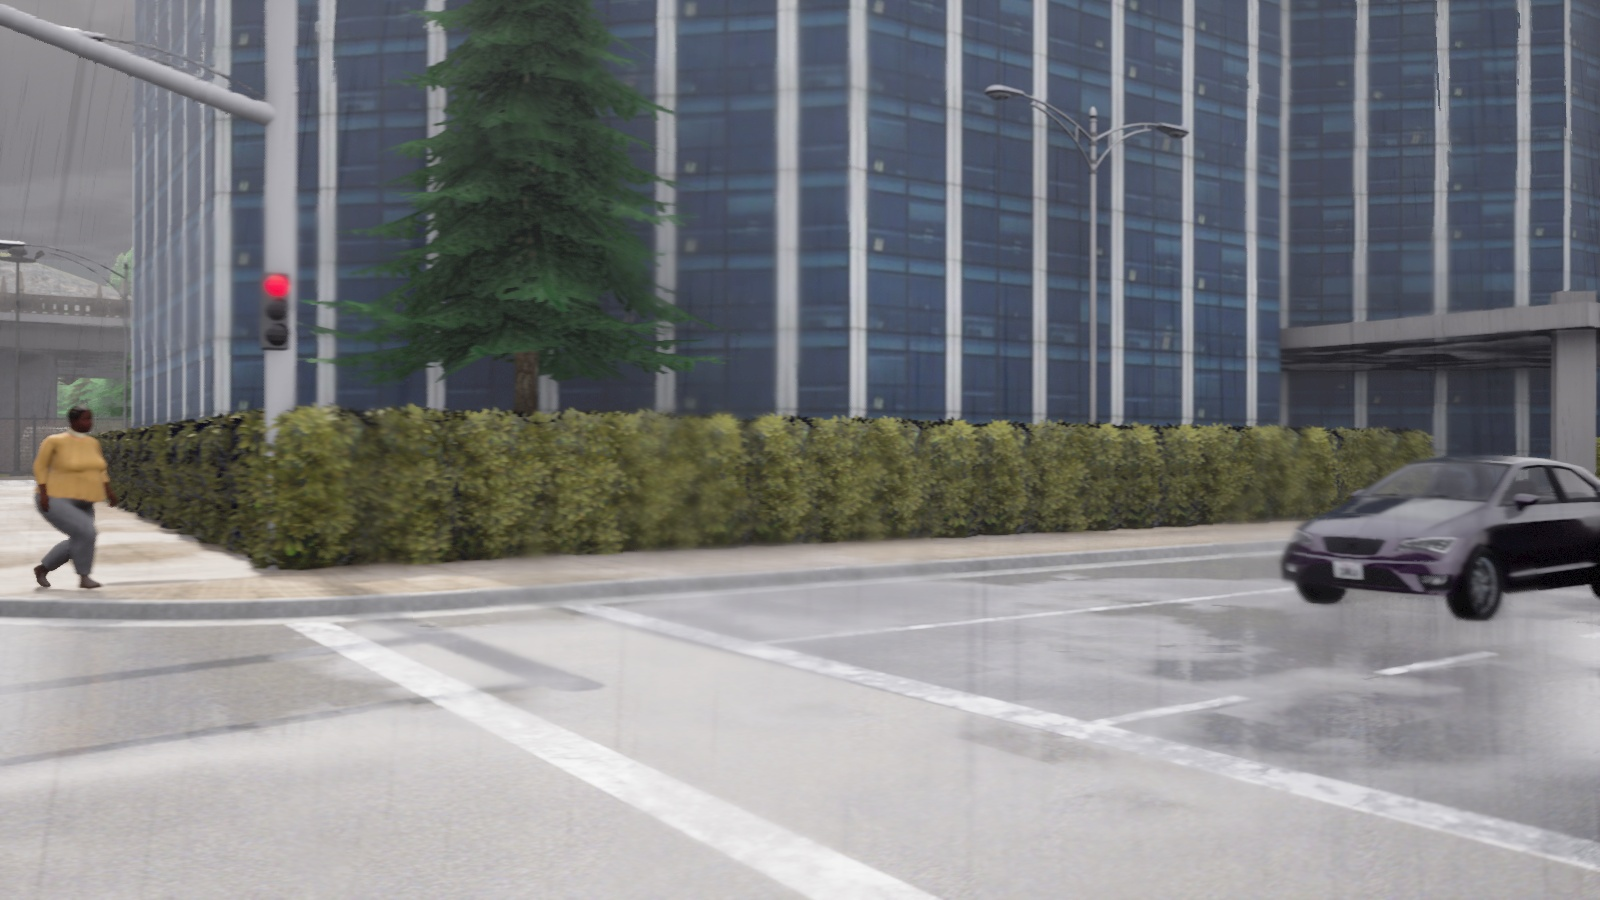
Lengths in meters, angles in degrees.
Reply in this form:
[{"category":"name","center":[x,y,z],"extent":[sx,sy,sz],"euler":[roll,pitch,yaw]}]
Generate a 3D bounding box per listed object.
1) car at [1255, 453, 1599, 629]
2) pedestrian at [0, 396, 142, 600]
[{"category":"car","center":[6.616,0.775,12.527],"extent":[4.193,1.474,1.816],"euler":[0,0,-35]},{"category":"pedestrian","center":[-6.964,0.441,11.938],"extent":[0.900,1.855,0.874],"euler":[0,0,11]}]
